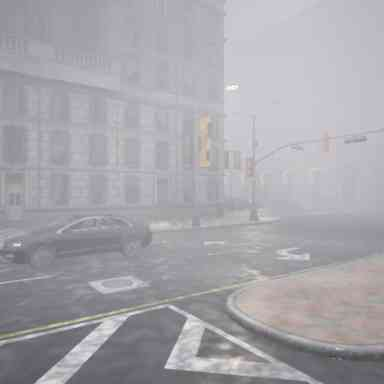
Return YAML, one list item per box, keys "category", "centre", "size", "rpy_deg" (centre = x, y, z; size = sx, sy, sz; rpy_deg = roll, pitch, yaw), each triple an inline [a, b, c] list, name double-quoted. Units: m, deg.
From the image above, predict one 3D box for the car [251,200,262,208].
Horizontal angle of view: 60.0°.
- category: "car"
  centre: [7.266, 1.545, 46.656]
  size: [2.033, 1.411, 5.357]
  rpy_deg: [0, 0, -36]

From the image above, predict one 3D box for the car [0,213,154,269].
- category: "car"
  centre: [-3.672, 1.491, 11.188]
  size: [4.902, 1.511, 2.128]
  rpy_deg: [0, 0, -35]

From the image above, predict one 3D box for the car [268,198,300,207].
- category: "car"
  centre: [13.725, 1.598, 49.949]
  size: [1.895, 1.301, 4.718]
  rpy_deg: [0, 0, -35]

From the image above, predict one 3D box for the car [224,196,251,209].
- category: "car"
  centre: [5.012, 1.350, 43.801]
  size: [2.097, 1.767, 4.553]
  rpy_deg: [0, 0, -36]
